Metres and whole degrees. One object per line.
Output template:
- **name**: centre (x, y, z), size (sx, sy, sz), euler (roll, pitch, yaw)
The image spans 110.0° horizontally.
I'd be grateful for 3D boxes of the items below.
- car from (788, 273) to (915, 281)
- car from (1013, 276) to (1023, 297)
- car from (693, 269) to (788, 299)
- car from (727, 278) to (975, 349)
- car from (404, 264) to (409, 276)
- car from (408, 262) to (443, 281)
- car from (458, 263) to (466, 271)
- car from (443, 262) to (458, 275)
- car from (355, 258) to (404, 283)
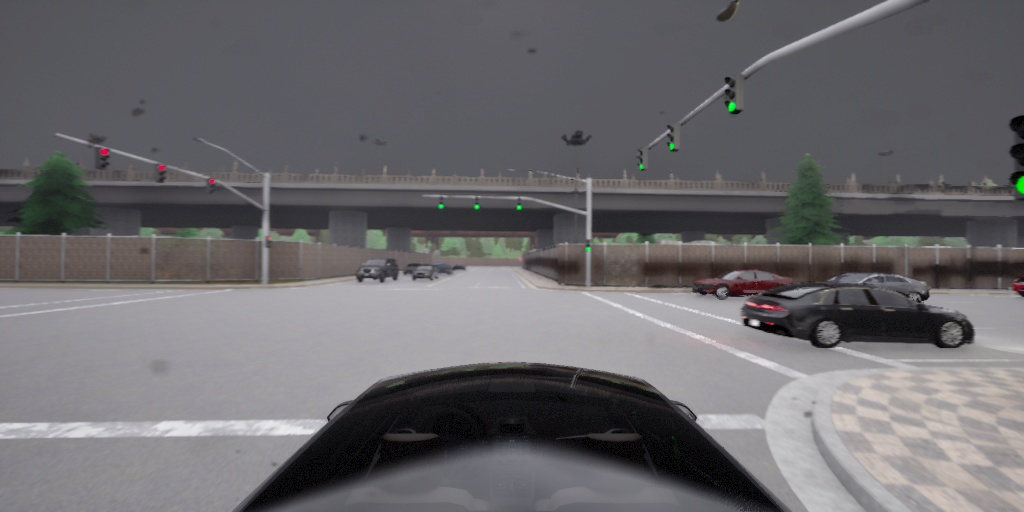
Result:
- **car**: centre (15.881, 1.505, 16.266), size (4.902, 1.511, 2.128), euler (1, -1, -2)
- **car**: centre (32.158, 1.437, 20.287), size (5.566, 2.045, 2.150), euler (1, -1, -2)
- **car**: centre (12.556, 1.499, 19.661), size (5.008, 1.535, 1.882), euler (0, -1, -2)
- **car**: centre (8.391, 1.437, 8.922), size (4.892, 1.490, 1.837), euler (1, -1, -2)
- **car**: centre (-12.121, 1.626, 44.351), size (1.837, 1.490, 4.892), euler (1, 0, -2)
- **car**: centre (-8.290, 1.554, 34.734), size (1.837, 1.490, 4.892), euler (1, -1, -2)
- **car**: centre (-9.191, 1.967, 63.082), size (1.895, 1.301, 4.718), euler (1, -1, -2)
- **car**: centre (-8.681, 1.724, 46.113), size (2.033, 1.411, 5.357), euler (1, -1, -2)
- **car**: centre (-11.685, 1.203, 31.607), size (2.150, 2.045, 5.566), euler (1, -1, 0)
